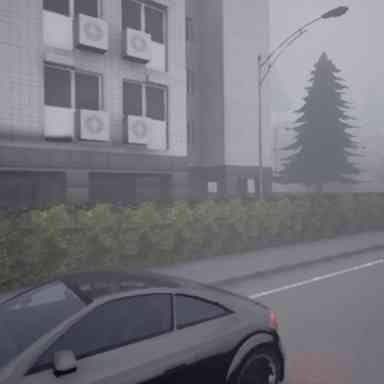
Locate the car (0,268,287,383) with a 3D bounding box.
[{"bbox_3d":[-1.037,1.550,3.236,4.181,1.385,1.994,-1,1,-35],"label":"car"}]
